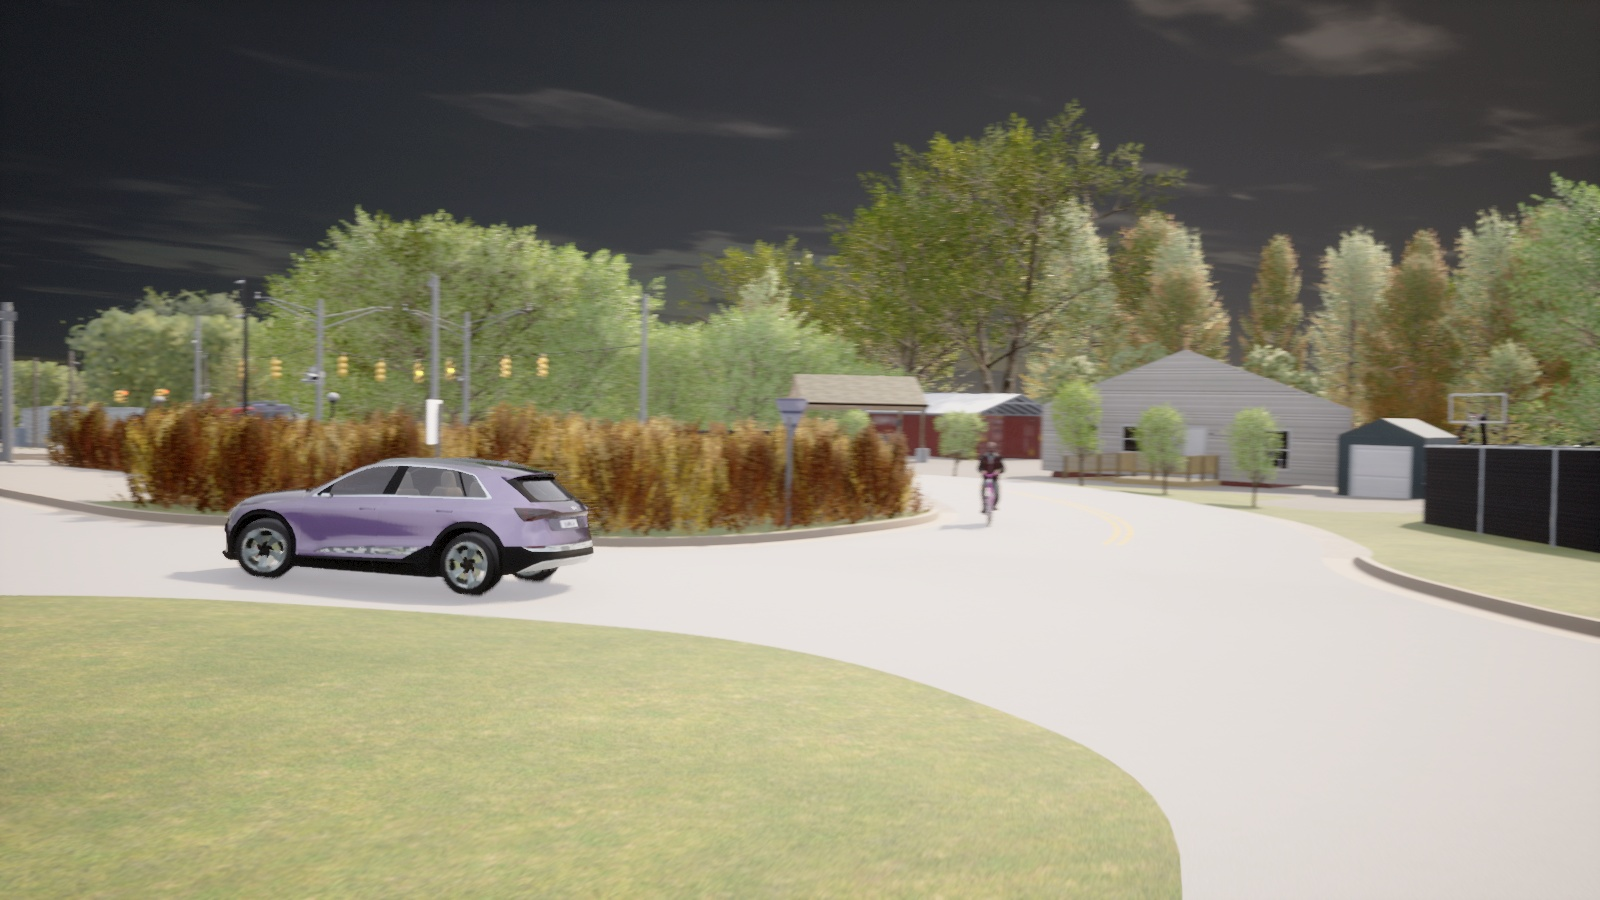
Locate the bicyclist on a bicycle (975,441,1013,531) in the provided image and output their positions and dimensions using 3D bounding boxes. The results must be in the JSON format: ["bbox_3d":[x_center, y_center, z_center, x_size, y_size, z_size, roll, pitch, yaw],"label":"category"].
[{"bbox_3d":[4.026,0.705,25.959,0.659,1.776,1.843,1,1,12],"label":"bicyclist on a bicycle"}]

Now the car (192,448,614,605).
[{"bbox_3d":[-5.111,0.910,16.372,4.856,1.649,2.033,2,0,15],"label":"car"}]

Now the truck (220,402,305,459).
[{"bbox_3d":[-37.641,-1.330,87.799,2.891,3.827,8.468,-2,1,-41],"label":"truck"}]
